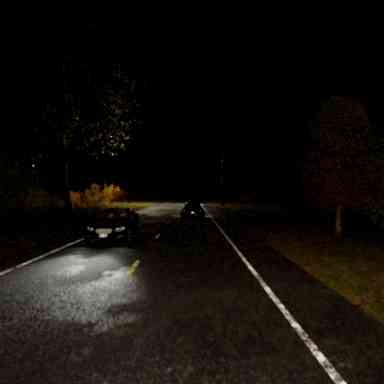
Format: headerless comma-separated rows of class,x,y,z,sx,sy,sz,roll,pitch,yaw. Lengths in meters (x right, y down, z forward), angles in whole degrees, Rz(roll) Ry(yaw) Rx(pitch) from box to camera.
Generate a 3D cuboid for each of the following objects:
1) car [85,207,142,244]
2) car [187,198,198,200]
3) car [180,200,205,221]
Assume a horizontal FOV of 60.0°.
car,-3.608,1.503,15.954,2.128,1.511,4.902,0,0,0
car,0.075,1.549,41.034,1.837,1.490,4.892,0,0,0
car,0.078,1.589,27.714,1.994,1.385,4.181,0,0,1
